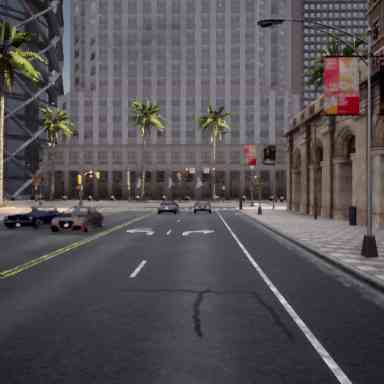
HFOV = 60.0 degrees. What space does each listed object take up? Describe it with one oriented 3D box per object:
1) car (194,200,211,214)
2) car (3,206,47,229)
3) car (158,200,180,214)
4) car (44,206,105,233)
[{"bbox_3d":[1.147,1.547,35.989,2.033,1.411,5.357,0,0,2],"label":"car"},{"bbox_3d":[-9.996,1.601,21.475,1.895,1.301,4.718,0,0,2],"label":"car"},{"bbox_3d":[-2.425,1.564,34.956,1.994,1.385,4.181,0,0,2],"label":"car"},{"bbox_3d":[-6.573,1.564,19.547,1.994,1.385,4.181,0,0,2],"label":"car"}]
